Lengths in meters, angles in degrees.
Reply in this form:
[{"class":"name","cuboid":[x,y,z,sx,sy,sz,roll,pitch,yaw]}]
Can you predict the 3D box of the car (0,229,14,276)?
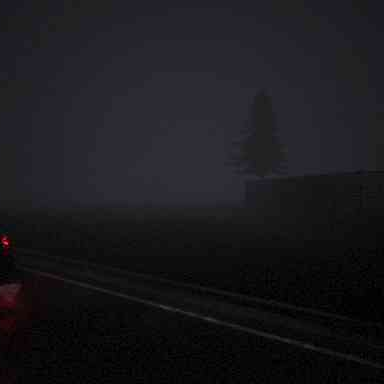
[{"class":"car","cuboid":[-6.762,1.267,8.818,4.553,1.767,2.097,1,1,35]}]
